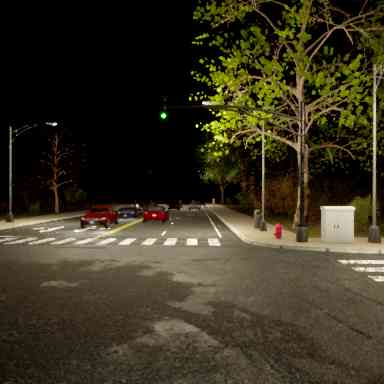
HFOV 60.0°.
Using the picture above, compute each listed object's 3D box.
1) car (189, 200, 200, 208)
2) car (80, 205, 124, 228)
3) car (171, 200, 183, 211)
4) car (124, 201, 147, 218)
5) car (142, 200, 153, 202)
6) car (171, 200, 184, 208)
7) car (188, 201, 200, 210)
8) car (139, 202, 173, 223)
[{"bbox_3d":[0.523,2.331,63.089,1.994,1.385,4.181,0,-1,1],"label":"car"},{"bbox_3d":[-6.577,1.777,24.232,1.812,1.442,4.674,0,-1,1],"label":"car"},{"bbox_3d":[-2.863,2.178,52.714,2.033,1.411,5.357,0,-1,1],"label":"car"},{"bbox_3d":[-6.429,1.941,34.899,2.033,1.411,5.357,0,-1,1],"label":"car"},{"bbox_3d":[-6.284,1.884,45.510,2.097,1.767,4.553,0,-1,1],"label":"car"},{"bbox_3d":[-2.726,2.253,63.132,2.128,1.511,4.902,0,-1,1],"label":"car"},{"bbox_3d":[0.392,2.243,53.084,1.895,1.301,4.718,0,-1,1],"label":"car"},{"bbox_3d":[-3.069,1.888,29.246,1.994,1.385,4.181,0,-1,1],"label":"car"}]
